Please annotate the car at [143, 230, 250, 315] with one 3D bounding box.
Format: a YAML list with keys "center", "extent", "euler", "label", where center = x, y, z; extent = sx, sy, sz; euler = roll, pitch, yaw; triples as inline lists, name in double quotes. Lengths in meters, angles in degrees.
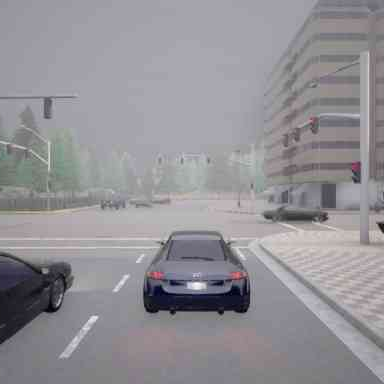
- center: [0.092, 1.564, 7.656]
  extent: [1.994, 1.385, 4.181]
  euler: [0, 0, 0]
  label: "car"

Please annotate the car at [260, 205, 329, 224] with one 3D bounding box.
- center: [7.560, 1.647, 24.695]
  extent: [4.718, 1.301, 1.895]
  euler: [0, 0, 5]
  label: "car"

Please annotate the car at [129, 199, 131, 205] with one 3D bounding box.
- center: [-9.191, 1.351, 56.816]
  extent: [2.097, 1.767, 4.553]
  euler: [0, 0, 13]
  label: "car"

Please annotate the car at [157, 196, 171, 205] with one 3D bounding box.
- center: [-5.271, 1.478, 58.417]
  extent: [1.882, 1.535, 5.008]
  euler: [0, 0, 17]
  label: "car"

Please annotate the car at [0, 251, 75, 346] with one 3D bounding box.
- center: [-3.427, 1.547, 4.622]
  extent: [2.033, 1.411, 5.357]
  euler: [0, 0, 0]
  label: "car"

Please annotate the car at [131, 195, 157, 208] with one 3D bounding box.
- center: [-6.841, 1.547, 48.110]
  extent: [2.033, 1.411, 5.357]
  euler: [0, 0, 2]
  label: "car"

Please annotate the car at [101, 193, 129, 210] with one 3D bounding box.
- center: [-10.416, 1.221, 44.451]
  extent: [2.150, 2.045, 5.566]
  euler: [0, 0, 2]
  label: "car"
